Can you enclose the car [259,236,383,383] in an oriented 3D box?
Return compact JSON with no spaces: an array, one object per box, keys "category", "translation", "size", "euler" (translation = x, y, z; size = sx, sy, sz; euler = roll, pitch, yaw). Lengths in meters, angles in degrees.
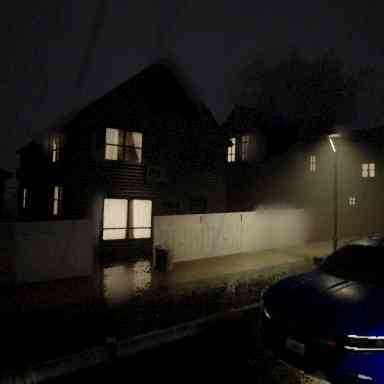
[{"category":"car","translation":[3.211,1.488,5.238],"size":[5.008,1.535,1.882],"euler":[0,0,-35]}]
